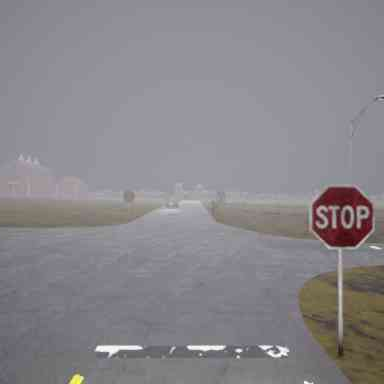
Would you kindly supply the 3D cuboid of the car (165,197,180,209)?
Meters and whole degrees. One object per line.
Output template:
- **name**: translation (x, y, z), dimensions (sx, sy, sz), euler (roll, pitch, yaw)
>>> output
- **car**: translation (-2.730, 1.507, 46.308), dimensions (2.128, 1.511, 4.902), euler (0, 0, 0)
